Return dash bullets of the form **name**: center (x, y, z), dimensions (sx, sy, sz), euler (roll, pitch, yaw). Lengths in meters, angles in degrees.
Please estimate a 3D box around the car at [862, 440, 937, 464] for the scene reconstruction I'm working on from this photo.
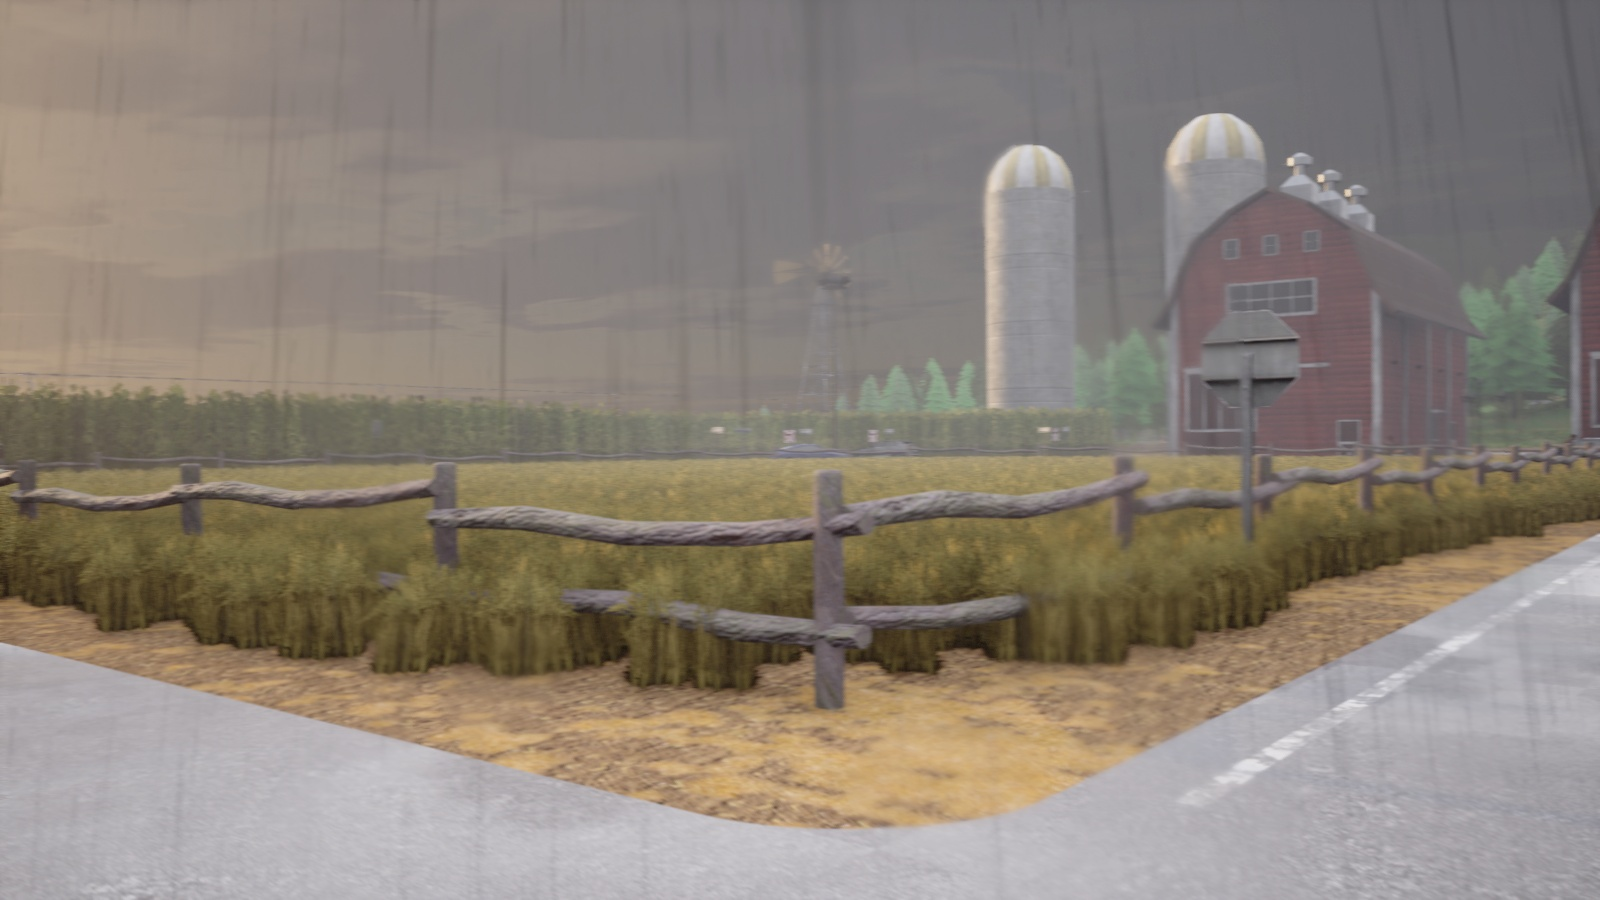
- **car**: center (6.993, 0.126, 88.239), dimensions (4.856, 1.649, 2.033), euler (0, 0, 31)

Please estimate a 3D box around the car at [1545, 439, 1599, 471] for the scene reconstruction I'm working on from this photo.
- **car**: center (36.420, 0.230, 56.508), dimensions (1.812, 1.442, 4.674), euler (0, 0, -38)

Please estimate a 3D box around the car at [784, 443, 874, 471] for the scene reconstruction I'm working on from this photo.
- **car**: center (1.571, 0.367, 68.742), dimensions (4.674, 1.442, 1.812), euler (0, 0, -9)

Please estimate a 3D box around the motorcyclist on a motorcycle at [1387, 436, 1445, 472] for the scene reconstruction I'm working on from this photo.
- **motorcyclist on a motorcycle**: center (28.616, 0.190, 58.348), dimensions (2.350, 1.649, 0.766), euler (0, 1, 36)
